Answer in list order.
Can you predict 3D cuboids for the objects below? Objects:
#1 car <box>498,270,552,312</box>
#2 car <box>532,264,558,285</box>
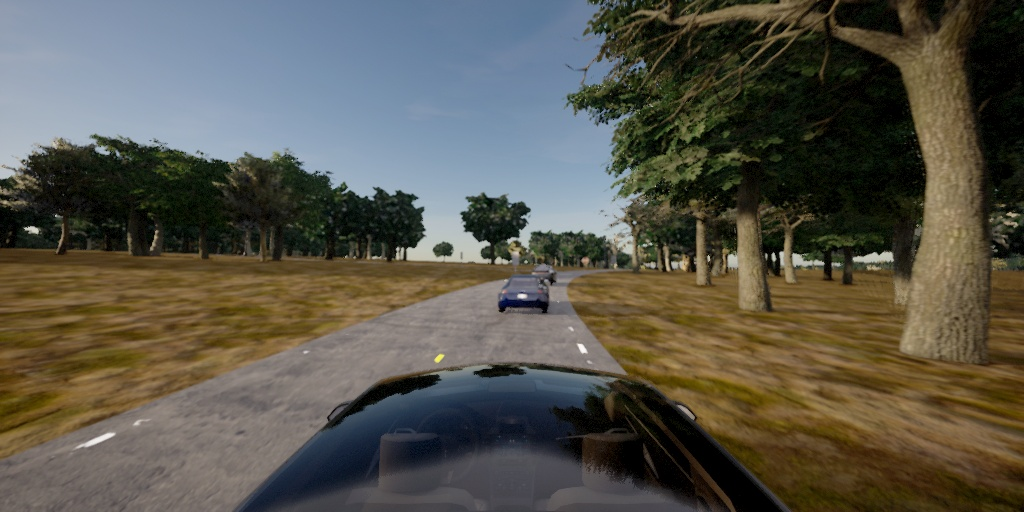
[{"bbox_3d":[0.591,1.466,15.166,1.994,1.385,4.181,0,-1,6],"label":"car"},{"bbox_3d":[2.684,1.565,29.834,2.128,1.511,4.902,0,-1,12],"label":"car"}]
